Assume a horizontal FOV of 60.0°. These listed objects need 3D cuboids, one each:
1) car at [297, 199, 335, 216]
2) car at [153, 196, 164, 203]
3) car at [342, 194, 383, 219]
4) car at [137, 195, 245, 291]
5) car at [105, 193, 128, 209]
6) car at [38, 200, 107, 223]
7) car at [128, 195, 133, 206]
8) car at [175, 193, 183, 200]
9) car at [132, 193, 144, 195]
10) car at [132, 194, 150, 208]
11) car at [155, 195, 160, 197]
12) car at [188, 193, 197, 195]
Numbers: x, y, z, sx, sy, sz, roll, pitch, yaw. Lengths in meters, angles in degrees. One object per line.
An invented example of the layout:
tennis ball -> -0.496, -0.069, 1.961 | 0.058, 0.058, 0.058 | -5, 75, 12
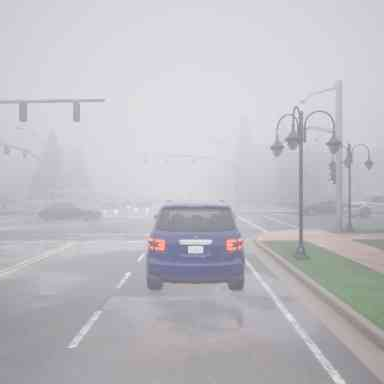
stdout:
car -> 12.766, 1.505, 32.290 | 4.892, 1.490, 1.837 | 0, 0, -1
car -> -6.946, 1.504, 69.076 | 1.837, 1.490, 4.892 | 0, 0, 0
car -> 16.211, 1.221, 28.810 | 5.566, 2.045, 2.150 | 0, 0, -1
car -> 0.087, 1.221, 9.185 | 2.150, 2.045, 5.566 | 0, 0, 0
car -> -10.557, 1.352, 44.925 | 2.097, 1.767, 4.553 | 0, 0, 0
car -> -9.207, 1.525, 25.312 | 4.674, 1.442, 1.812 | 0, 0, 2
car -> -10.540, 1.564, 53.611 | 1.994, 1.385, 4.181 | 0, 0, 1
car -> -3.432, 1.210, 87.778 | 2.097, 1.767, 4.553 | 0, 0, 0
car -> -10.454, 1.477, 68.030 | 1.882, 1.535, 5.008 | 0, 0, 0
car -> -7.045, 1.477, 48.997 | 1.882, 1.535, 5.008 | 0, 0, 0
car -> -7.023, 1.564, 57.989 | 1.994, 1.385, 4.181 | 0, 0, 1
car -> 0.061, 1.544, 77.933 | 1.994, 1.385, 4.181 | 0, 0, 0
